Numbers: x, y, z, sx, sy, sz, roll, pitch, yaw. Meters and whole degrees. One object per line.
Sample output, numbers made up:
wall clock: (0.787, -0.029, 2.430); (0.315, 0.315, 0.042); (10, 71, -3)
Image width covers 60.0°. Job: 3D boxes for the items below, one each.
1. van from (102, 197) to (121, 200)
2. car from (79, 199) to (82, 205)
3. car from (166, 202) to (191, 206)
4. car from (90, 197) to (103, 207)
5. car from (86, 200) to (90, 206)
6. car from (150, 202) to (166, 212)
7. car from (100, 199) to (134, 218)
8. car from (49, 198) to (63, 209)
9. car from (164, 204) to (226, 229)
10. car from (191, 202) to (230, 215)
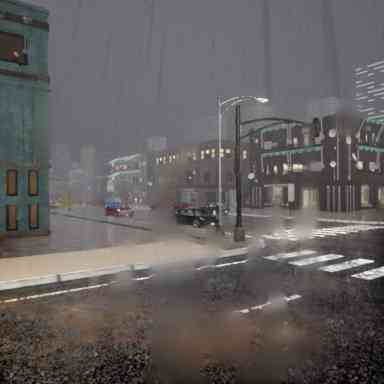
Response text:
van: (-13.760, 1.905, 58.435); (1.690, 1.788, 3.998); (-1, 0, -35)
car: (-26.548, 2.362, 76.507); (1.947, 1.339, 4.313); (-1, 0, -35)
car: (-0.962, 1.902, 40.366); (1.802, 1.307, 4.206); (-2, 0, -35)
car: (-16.959, 1.938, 62.953); (2.192, 1.841, 5.009); (-1, 0, -35)
car: (-20.152, 2.226, 67.471); (1.887, 1.381, 4.507); (-1, 0, -35)
car: (-4.160, 1.964, 44.883); (1.802, 1.307, 4.206); (-2, 0, -35)
car: (-7.804, 1.845, 35.521); (1.967, 1.590, 4.097); (-1, 0, -35)
car: (-23.694, 2.232, 57.971); (1.752, 1.417, 4.829); (-1, 0, -35)
car: (0.117, 1.813, 24.125); (1.947, 1.339, 4.313); (-2, 0, -35)
car: (2.235, 1.808, 35.847); (2.008, 1.369, 4.403); (-2, 0, -35)
